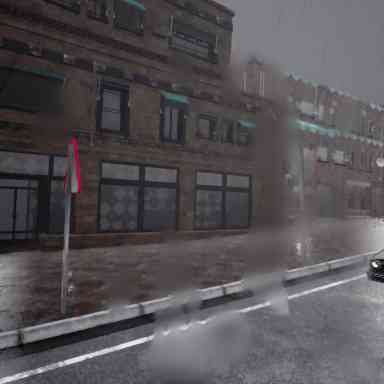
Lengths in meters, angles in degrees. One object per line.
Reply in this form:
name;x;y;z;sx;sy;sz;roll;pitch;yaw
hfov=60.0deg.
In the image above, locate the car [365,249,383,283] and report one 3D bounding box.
car;6.564;1.515;8.392;5.357;1.411;2.033;0;0;-36
